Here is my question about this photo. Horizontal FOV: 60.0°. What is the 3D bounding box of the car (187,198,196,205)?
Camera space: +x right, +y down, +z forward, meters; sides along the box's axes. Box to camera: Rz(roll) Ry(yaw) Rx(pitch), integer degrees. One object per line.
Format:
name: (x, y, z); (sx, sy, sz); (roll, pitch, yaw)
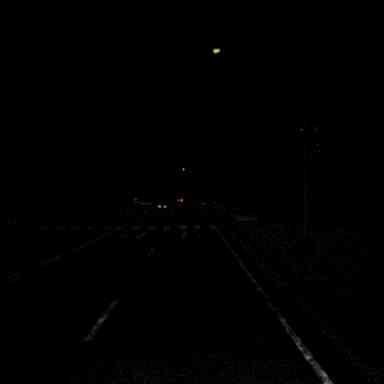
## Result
car: (-0.088, 2.362, 80.156); (1.837, 1.490, 4.892); (0, -1, 0)

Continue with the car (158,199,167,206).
car: (-6.578, 2.337, 75.173); (2.033, 1.411, 5.357); (0, -1, 0)

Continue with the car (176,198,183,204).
car: (-3.360, 2.349, 90.571); (1.882, 1.535, 5.008); (0, -1, 0)

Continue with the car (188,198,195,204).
car: (-0.110, 2.350, 90.577); (1.882, 1.535, 5.008); (0, -1, 0)

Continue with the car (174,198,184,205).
car: (-3.339, 2.462, 80.595); (1.895, 1.301, 4.718); (0, -1, 0)
